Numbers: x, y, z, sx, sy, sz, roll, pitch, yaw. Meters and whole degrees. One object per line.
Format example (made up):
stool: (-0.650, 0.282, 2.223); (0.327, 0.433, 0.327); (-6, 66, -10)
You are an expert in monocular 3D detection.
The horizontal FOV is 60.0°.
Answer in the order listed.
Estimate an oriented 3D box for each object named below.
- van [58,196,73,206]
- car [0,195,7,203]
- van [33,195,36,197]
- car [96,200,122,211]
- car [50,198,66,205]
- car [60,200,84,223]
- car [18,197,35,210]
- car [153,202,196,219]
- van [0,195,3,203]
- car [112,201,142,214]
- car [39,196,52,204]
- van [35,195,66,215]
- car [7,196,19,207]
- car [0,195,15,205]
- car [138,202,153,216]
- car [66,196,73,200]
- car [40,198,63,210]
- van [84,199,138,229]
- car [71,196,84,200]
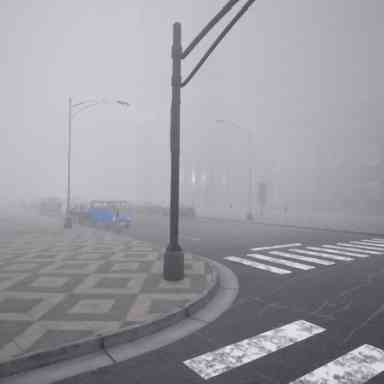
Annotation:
van: (-23.780, 1.654, 62.260); (1.690, 1.788, 3.998); (1, -1, -35)
car: (-43.516, 1.563, 75.391); (2.192, 1.841, 5.009); (1, -1, -35)
van: (-36.542, 1.739, 80.304); (1.690, 1.788, 3.998); (1, -1, -35)
car: (-11.116, 1.753, 44.353); (1.752, 1.417, 4.829); (1, -1, -35)
car: (-26.973, 1.885, 66.769); (2.008, 1.369, 4.403); (1, -1, -35)
car: (-8.442, 1.559, 25.759); (1.887, 1.381, 4.507); (1, -1, -35)
car: (-21.197, 1.680, 43.806); (1.802, 1.307, 4.206); (1, -1, -35)
car: (-1.446, 1.709, 30.681); (1.887, 1.381, 4.507); (1, -1, -35)
van: (-46.705, 1.611, 79.902); (1.690, 1.788, 3.998); (1, -1, -35)
car: (-7.828, 1.751, 39.703); (1.887, 1.381, 4.507); (1, -1, -35)
car: (-33.353, 1.817, 75.793); (1.967, 1.590, 4.097); (1, -1, -35)
van: (-14.817, 1.397, 34.784); (1.690, 1.788, 3.998); (1, -1, -35)
car: (-27.574, 1.691, 52.830); (2.008, 1.369, 4.403); (1, -1, -35)
car: (-37.042, 1.729, 66.226); (1.752, 1.417, 4.829); (1, -1, -35)
car: (-4.637, 1.730, 35.192); (1.887, 1.381, 4.507); (1, -1, -35)
car: (-20.589, 1.606, 57.750); (2.192, 1.841, 5.009); (1, -1, -35)
car: (-19.708, 1.657, 46.507); (1.837, 1.490, 4.892); (1, -1, -35)
van: (-5.251, 1.335, 21.249); (1.690, 1.788, 3.998); (1, -1, -35)
car: (-17.400, 1.815, 53.236); (1.887, 1.381, 4.507); (1, -1, -35)
